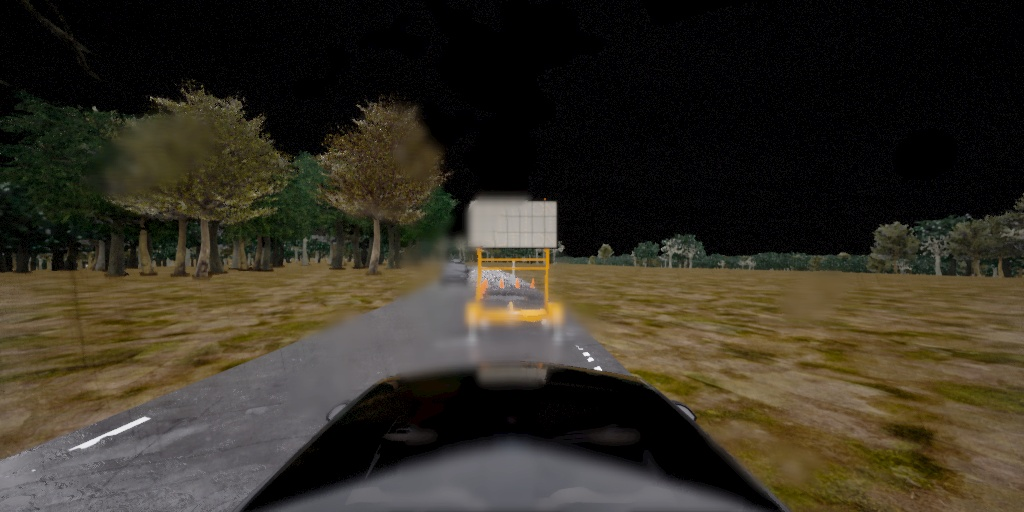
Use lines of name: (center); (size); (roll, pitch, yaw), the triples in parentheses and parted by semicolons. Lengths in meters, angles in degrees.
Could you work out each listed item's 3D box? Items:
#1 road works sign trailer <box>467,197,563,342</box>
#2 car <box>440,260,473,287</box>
road works sign trailer: (0.040, 0.214, 9.796); (2.380, 3.560, 2.880); (0, 0, -2)
car: (-3.809, 1.252, 24.839); (1.837, 1.490, 4.892); (0, 0, -4)
